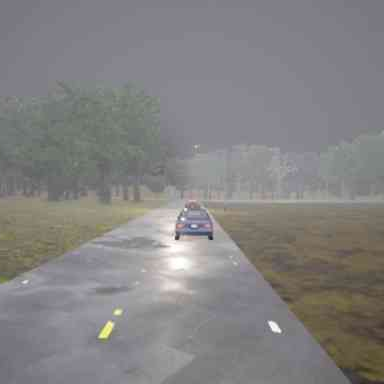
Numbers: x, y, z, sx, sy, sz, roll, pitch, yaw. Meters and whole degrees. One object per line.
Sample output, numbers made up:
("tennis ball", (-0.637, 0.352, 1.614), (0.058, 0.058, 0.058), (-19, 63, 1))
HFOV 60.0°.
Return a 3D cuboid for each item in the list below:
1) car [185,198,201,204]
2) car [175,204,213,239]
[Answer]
("car", (0.082, 1.524, 41.091), (1.812, 1.442, 4.674), (0, 0, 0))
("car", (0.095, 1.545, 17.123), (2.033, 1.411, 5.357), (0, 0, 0))
